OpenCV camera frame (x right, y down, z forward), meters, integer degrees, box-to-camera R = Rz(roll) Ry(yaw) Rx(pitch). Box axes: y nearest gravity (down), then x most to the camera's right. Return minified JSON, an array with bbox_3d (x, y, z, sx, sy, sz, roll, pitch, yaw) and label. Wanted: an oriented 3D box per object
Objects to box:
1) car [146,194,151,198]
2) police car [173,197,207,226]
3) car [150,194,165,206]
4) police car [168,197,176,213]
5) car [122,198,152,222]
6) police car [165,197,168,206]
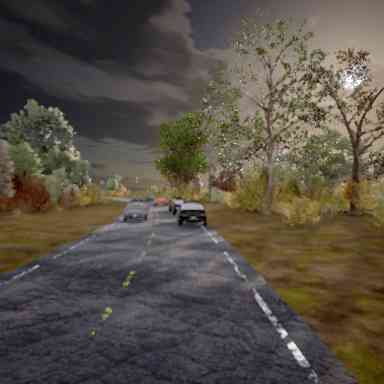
[{"bbox_3d":[-9.082,1.269,73.176,2.097,1.767,4.553,0,0,-14],"label":"car"},{"bbox_3d":[-0.101,1.437,23.842,1.930,1.638,5.238,0,0,-5],"label":"police car"},{"bbox_3d":[-5.370,1.386,56.398,2.097,1.767,4.553,0,0,-11],"label":"car"},{"bbox_3d":[-1.087,1.443,33.872,1.930,1.638,5.238,0,0,-7],"label":"police car"},{"bbox_3d":[-4.421,1.525,26.743,1.837,1.490,4.892,0,0,-5],"label":"car"},{"bbox_3d":[-1.838,1.447,39.873,1.930,1.638,5.238,0,0,-8],"label":"police car"}]
